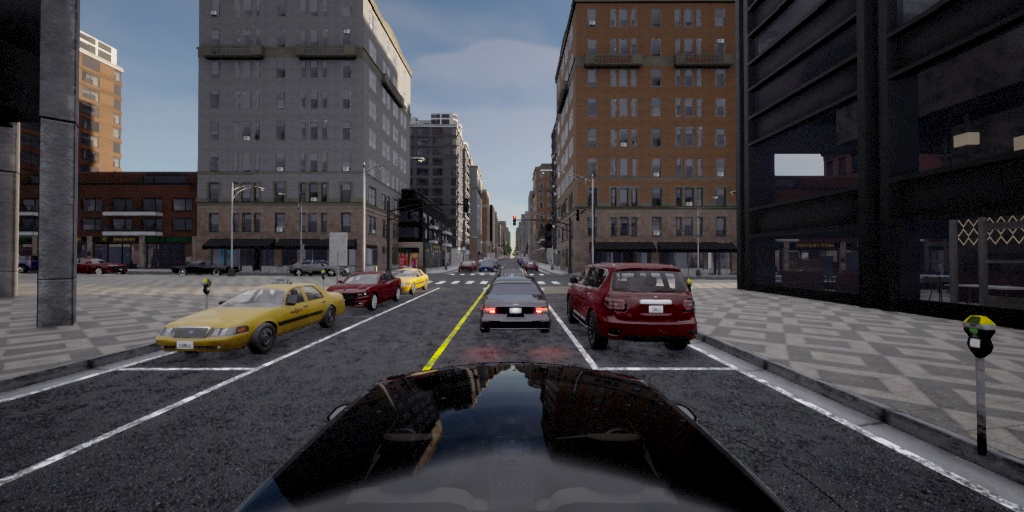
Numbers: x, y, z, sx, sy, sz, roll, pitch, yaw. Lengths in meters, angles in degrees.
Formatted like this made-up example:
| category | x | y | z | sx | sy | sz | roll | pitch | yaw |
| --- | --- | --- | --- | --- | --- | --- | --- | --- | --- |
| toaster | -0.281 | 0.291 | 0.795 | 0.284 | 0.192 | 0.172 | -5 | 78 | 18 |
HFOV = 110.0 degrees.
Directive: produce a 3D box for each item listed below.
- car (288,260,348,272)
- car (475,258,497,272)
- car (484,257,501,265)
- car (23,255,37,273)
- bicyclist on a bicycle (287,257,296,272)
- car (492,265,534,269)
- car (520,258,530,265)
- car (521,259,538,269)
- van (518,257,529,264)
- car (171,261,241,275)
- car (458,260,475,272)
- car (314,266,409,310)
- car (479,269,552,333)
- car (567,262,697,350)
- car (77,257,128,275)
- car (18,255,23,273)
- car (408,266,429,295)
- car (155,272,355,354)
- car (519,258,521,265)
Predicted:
| category | x | y | z | sx | sy | sz | roll | pitch | yaw |
| --- | --- | --- | --- | --- | --- | --- | --- | --- | --- |
| car | -16.841 | 1.092 | 31.411 | 4.902 | 1.511 | 2.128 | 1 | -1 | 0 |
| car | -3.228 | 1.308 | 45.774 | 2.033 | 1.411 | 5.357 | 0 | 0 | -2 |
| car | -3.233 | 1.328 | 56.165 | 1.994 | 1.385 | 4.181 | 0 | 0 | 0 |
| car | -47.615 | 0.704 | 34.657 | 4.553 | 1.767 | 2.097 | 1 | -1 | 1 |
| bicyclist on a bicycle | -23.111 | 0.909 | 37.673 | 0.582 | 1.620 | 1.656 | 0 | 0 | 0 |
| car | 0.019 | 1.355 | 20.483 | 1.895 | 1.301 | 4.718 | 0 | 0 | 0 |
| car | 2.529 | 1.344 | 52.967 | 1.802 | 1.307 | 4.207 | 0 | 0 | 0 |
| car | 2.545 | 1.343 | 47.293 | 1.802 | 1.307 | 4.207 | 0 | 0 | 0 |
| van | 2.498 | 1.108 | 64.314 | 1.690 | 1.789 | 3.998 | 0 | 0 | 0 |
| car | -26.739 | 1.112 | 31.444 | 4.718 | 1.301 | 1.895 | 1 | -1 | 0 |
| car | -5.982 | 1.306 | 47.279 | 1.888 | 1.381 | 4.507 | 0 | 0 | 0 |
| car | -5.892 | 1.298 | 14.635 | 1.888 | 1.381 | 4.507 | 0 | 0 | 0 |
| car | 0.067 | 1.299 | 10.757 | 2.033 | 1.411 | 5.357 | 0 | 0 | 0 |
| car | 2.650 | 1.066 | 9.025 | 2.192 | 1.841 | 5.009 | 0 | 0 | 0 |
| car | -36.833 | 0.897 | 31.487 | 5.008 | 1.535 | 1.882 | 1 | -1 | 0 |
| car | -46.942 | 0.832 | 31.555 | 4.892 | 1.490 | 1.837 | 1 | -1 | 1 |
| car | -5.907 | 1.279 | 20.090 | 1.751 | 1.417 | 4.829 | 0 | 0 | 0 |
| car | -5.876 | 1.277 | 8.840 | 1.751 | 1.417 | 4.829 | 0 | 0 | 0 |
| car | 2.513 | 1.346 | 58.640 | 1.802 | 1.307 | 4.207 | 0 | 0 | 0 |
